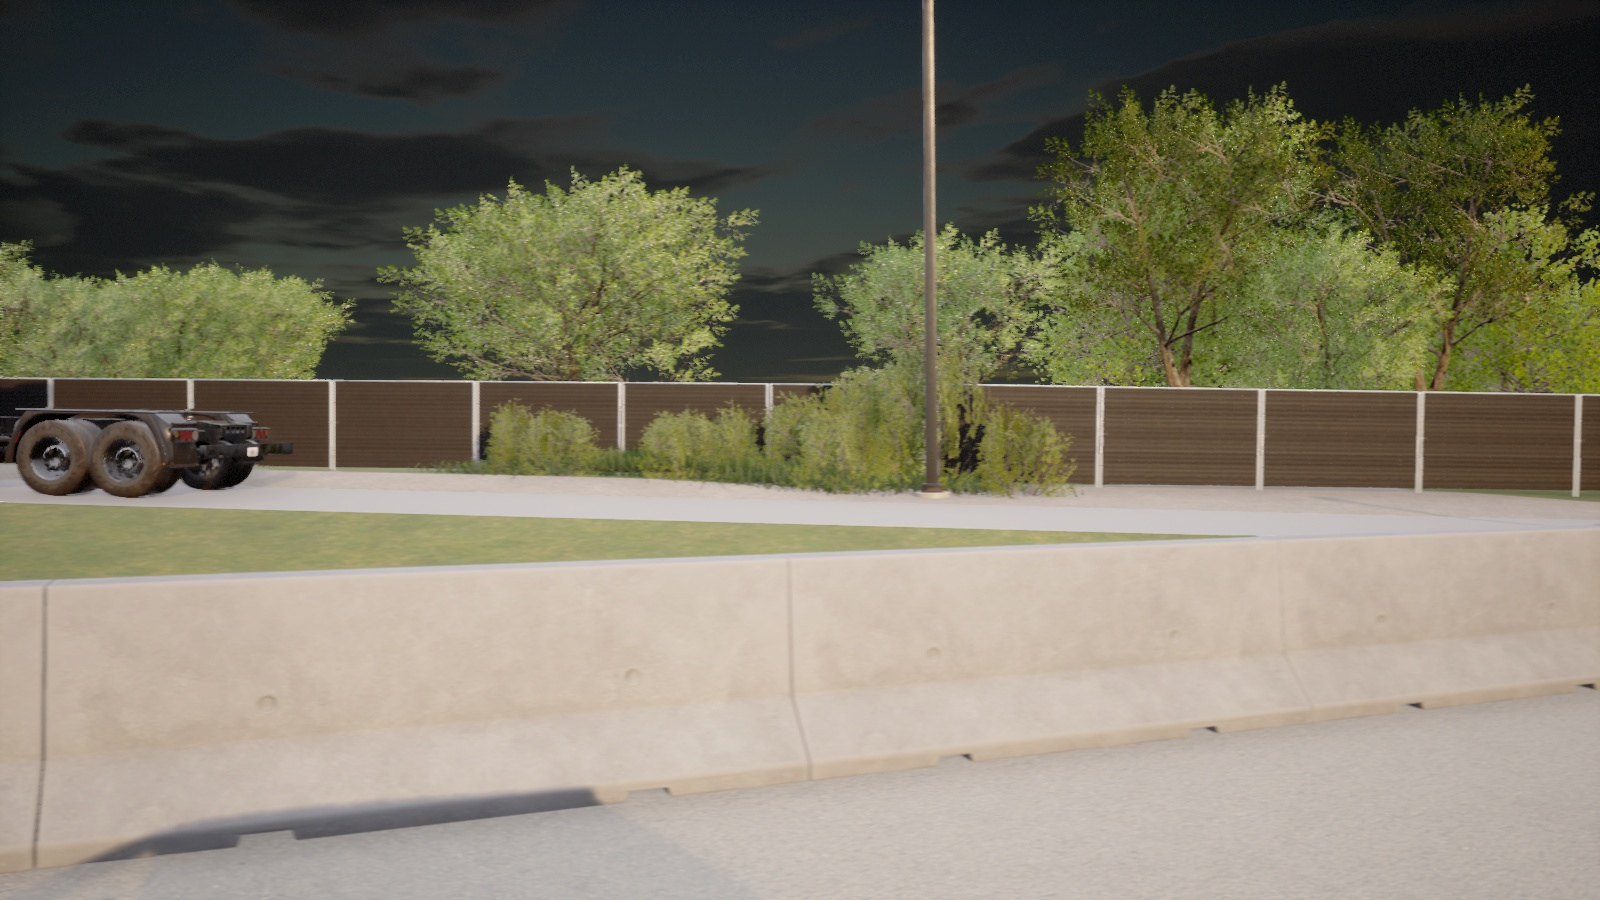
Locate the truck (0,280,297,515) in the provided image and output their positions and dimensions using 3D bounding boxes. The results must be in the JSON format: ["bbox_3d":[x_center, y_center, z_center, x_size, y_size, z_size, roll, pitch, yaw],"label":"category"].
[{"bbox_3d":[-12.688,-0.817,20.390,7.936,3.462,2.891,0,2,6],"label":"truck"}]
